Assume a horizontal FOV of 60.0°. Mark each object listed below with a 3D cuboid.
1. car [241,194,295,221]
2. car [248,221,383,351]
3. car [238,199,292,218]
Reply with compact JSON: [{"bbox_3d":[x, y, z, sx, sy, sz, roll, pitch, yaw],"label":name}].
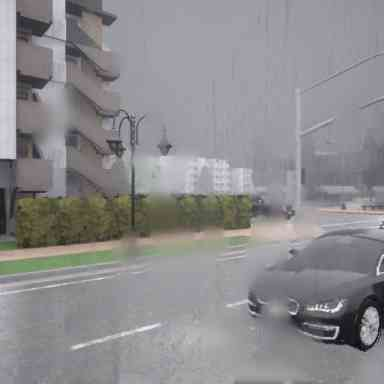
[{"bbox_3d":[5.690,1.221,27.279,2.150,2.045,5.566,0,0,-38],"label":"car"},{"bbox_3d":[3.189,1.505,6.292,4.892,1.490,1.837,0,0,-36],"label":"car"},{"bbox_3d":[6.794,1.478,31.596,1.882,1.535,5.008,0,0,-37],"label":"car"}]
